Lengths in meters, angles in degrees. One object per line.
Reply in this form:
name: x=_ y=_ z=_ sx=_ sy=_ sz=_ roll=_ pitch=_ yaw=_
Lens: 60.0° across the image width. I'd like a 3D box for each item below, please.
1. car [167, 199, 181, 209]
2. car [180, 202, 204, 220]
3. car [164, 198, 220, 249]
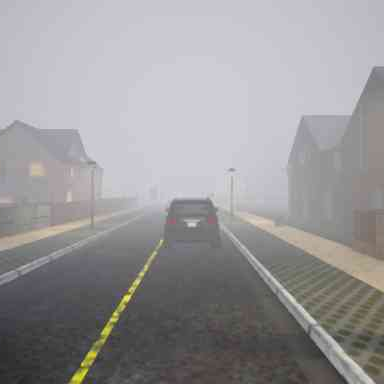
car: x=-2.749 y=1.803 z=51.655 sx=1.994 sy=1.385 sz=4.181 roll=0 pitch=0 yaw=0
car: x=0.000 y=1.636 z=29.653 sx=1.994 sy=1.385 sz=4.181 roll=0 pitch=0 yaw=0
car: x=0.000 y=1.269 z=14.682 sx=2.150 sy=2.045 sz=5.566 roll=0 pitch=0 yaw=0
